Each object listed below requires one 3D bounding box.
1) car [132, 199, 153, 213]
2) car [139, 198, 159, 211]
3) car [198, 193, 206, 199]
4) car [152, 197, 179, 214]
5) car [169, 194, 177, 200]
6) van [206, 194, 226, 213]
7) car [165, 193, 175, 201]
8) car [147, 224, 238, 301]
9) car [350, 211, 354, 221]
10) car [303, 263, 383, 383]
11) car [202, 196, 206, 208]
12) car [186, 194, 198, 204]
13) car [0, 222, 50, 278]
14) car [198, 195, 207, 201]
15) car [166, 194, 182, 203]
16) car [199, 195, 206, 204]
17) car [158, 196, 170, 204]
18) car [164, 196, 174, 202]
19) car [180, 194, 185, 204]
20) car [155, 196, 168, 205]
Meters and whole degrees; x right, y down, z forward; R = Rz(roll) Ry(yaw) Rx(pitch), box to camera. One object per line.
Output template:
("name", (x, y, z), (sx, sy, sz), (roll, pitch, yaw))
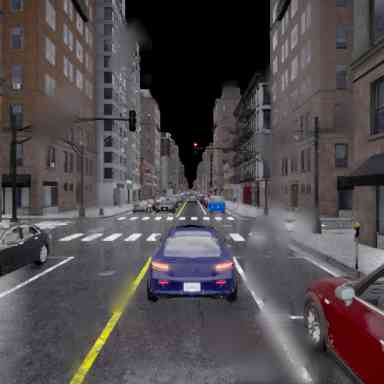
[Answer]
("car", (-5.348, 1.549, 36.071), (2.008, 1.369, 4.403), (0, 0, 0))
("car", (-5.341, 1.542, 41.752), (1.887, 1.381, 4.507), (0, 0, 0))
("car", (2.711, 1.304, 64.477), (2.192, 1.841, 5.009), (0, 0, 0))
("car", (-2.809, 1.562, 35.963), (1.994, 1.385, 4.181), (0, 0, 0))
("car", (-5.282, 1.408, 92.889), (1.967, 1.590, 4.097), (0, 0, 0))
("van", (2.678, 1.339, 36.070), (1.690, 1.788, 3.998), (0, 0, 0))
("car", (-5.295, 1.291, 81.525), (2.192, 1.841, 5.009), (0, 0, 0))
("car", (0.013, 1.526, 8.220), (1.812, 1.442, 4.674), (0, 0, 0))
("car", (14.018, 1.570, 23.897), (5.008, 1.535, 1.882), (0, 0, 0))
("car", (2.640, 1.440, 3.470), (1.967, 1.590, 4.097), (0, 0, 0))
("car", (2.691, 1.579, 47.432), (1.802, 1.307, 4.206), (0, 0, 0))
("car", (0.126, 1.535, 65.820), (2.033, 1.411, 5.357), (0, 0, 0))
("car", (-5.378, 1.551, 8.989), (2.008, 1.369, 4.403), (0, 0, 0))
("car", (2.737, 1.522, 87.201), (2.008, 1.369, 4.403), (0, 0, 0))
("car", (-2.795, 1.501, 47.076), (1.837, 1.490, 4.892), (0, 0, 0))
("car", (2.704, 1.575, 58.795), (1.802, 1.307, 4.206), (0, 0, 0))
("car", (-5.314, 1.555, 64.480), (1.947, 1.339, 4.313), (0, 0, 0))
("car", (-5.302, 1.546, 75.844), (1.947, 1.339, 4.313), (0, 0, 0))
("car", (-2.717, 1.553, 64.619), (1.994, 1.385, 4.181), (0, 0, 1))
("car", (-5.321, 1.518, 58.628), (1.752, 1.417, 4.829), (0, 0, 0))
